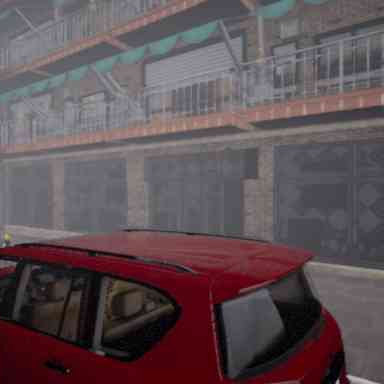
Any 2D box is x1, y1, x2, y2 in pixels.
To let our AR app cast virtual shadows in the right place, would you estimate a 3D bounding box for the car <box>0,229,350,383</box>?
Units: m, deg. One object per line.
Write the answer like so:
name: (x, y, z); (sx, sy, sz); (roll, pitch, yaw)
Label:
car: (-1.077, 1.341, 3.432); (5.009, 1.841, 2.192); (-1, 0, 35)
